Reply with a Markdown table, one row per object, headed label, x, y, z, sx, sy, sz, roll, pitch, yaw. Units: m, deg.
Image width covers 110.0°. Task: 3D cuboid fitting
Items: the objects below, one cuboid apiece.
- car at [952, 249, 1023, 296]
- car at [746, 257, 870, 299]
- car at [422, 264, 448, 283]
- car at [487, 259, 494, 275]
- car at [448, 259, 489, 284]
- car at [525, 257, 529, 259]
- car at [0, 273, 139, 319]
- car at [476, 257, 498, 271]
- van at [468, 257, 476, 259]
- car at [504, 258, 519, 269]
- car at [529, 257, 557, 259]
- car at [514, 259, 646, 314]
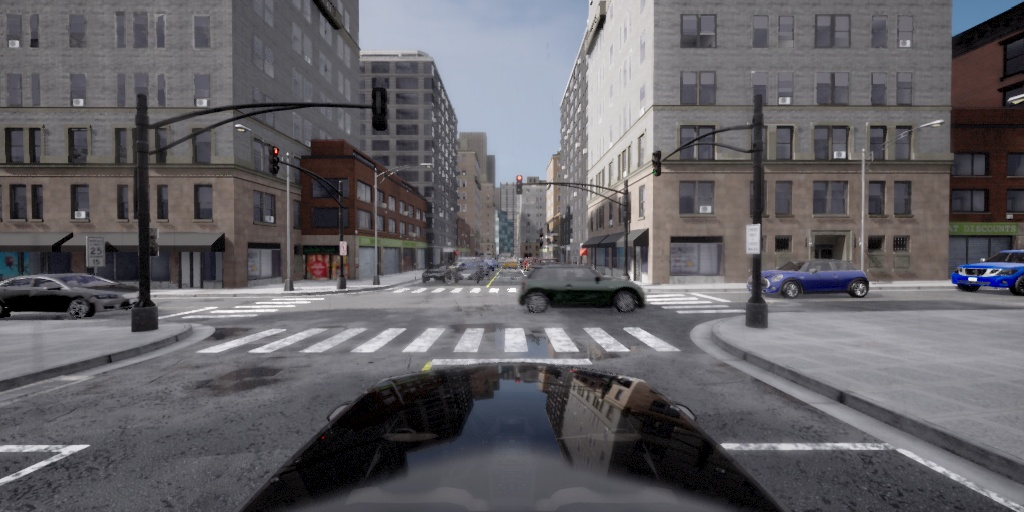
| label | x | y | z | sx | sy | sz | roll | pitch | yaw |
| --- | --- | --- | --- | --- | --- | --- | --- | --- | --- |
| car | 24.026 | 0.697 | 16.573 | 5.566 | 2.045 | 2.150 | -1 | 1 | 0 |
| car | 13.402 | 0.937 | 16.455 | 4.553 | 1.767 | 2.097 | -1 | 1 | -1 |
| car | -5.780 | 1.318 | 28.140 | 1.948 | 1.339 | 4.313 | 0 | 0 | 0 |
| car | -3.245 | 1.300 | 37.133 | 2.033 | 1.411 | 5.357 | 0 | 0 | 0 |
| car | -3.204 | 1.244 | 27.311 | 2.128 | 1.511 | 4.902 | 0 | 0 | 0 |
| car | 2.722 | 1.067 | 33.764 | 2.192 | 1.841 | 5.009 | 0 | 0 | 0 |
| car | -16.179 | 1.394 | 13.038 | 4.902 | 1.511 | 2.128 | 0 | 1 | 0 |
| car | -3.277 | 1.228 | 47.328 | 1.882 | 1.535 | 5.008 | 0 | 0 | 0 |
| van | -5.855 | 1.092 | 44.897 | 1.690 | 1.789 | 3.998 | 0 | 0 | 0 |
| car | -0.242 | 1.225 | 57.149 | 1.882 | 1.535 | 5.008 | 0 | 0 | 0 |
| car | 2.746 | 1.066 | 28.178 | 2.192 | 1.841 | 5.009 | 0 | 0 | 0 |
| car | 2.463 | 1.092 | 13.207 | 4.553 | 1.767 | 2.097 | 0 | 0 | 0 |
